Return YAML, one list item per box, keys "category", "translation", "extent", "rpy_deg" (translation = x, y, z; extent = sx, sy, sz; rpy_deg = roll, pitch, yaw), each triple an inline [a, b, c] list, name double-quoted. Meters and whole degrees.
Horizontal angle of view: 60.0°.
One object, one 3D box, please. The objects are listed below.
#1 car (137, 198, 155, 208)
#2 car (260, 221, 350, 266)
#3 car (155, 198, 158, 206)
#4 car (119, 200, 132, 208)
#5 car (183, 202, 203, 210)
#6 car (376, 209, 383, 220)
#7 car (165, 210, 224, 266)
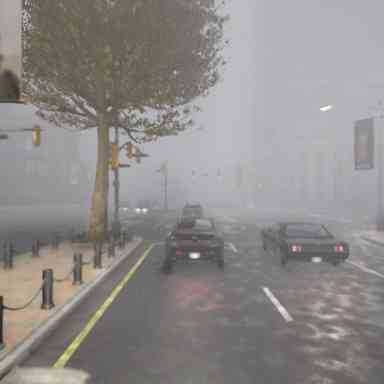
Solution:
- category: "car"
  translation: [-8.037, 1.917, 55.940]
  extent: [2.128, 1.511, 4.902]
  rpy_deg: [0, 0, 0]
- category: "car"
  translation: [3.693, 1.692, 11.854]
  extent: [1.895, 1.301, 4.718]
  rpy_deg: [0, 0, 2]
- category: "car"
  translation: [-8.010, 2.007, 67.998]
  extent: [1.837, 1.490, 4.892]
  rpy_deg: [0, 0, 0]
- category: "car"
  translation: [-11.527, 1.995, 56.591]
  extent: [1.994, 1.385, 4.181]
  rpy_deg: [0, 0, 0]
- category: "car"
  translation: [0.092, 1.746, 33.360]
  extent: [2.128, 1.511, 4.902]
  rpy_deg: [0, 0, 0]
- category: "car"
  translation: [16.780, 1.763, 26.078]
  extent: [4.181, 1.385, 1.994]
  rpy_deg: [0, -1, -4]
- category: "car"
  translation: [0.087, 1.597, 11.959]
  extent: [1.837, 1.490, 4.892]
  rpy_deg: [0, -1, 0]
